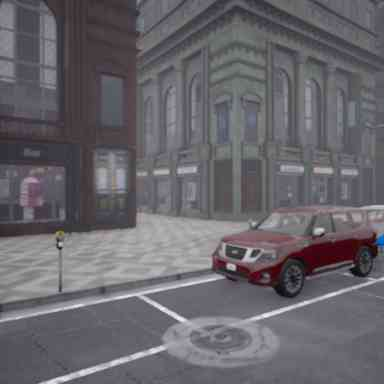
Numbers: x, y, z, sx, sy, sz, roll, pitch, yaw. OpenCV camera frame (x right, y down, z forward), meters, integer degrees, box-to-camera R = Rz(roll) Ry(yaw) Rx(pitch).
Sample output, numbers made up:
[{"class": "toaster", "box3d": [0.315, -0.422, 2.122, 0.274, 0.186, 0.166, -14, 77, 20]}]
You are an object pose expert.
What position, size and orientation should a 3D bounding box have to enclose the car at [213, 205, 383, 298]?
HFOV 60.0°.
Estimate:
[{"class": "car", "box3d": [2.909, 1.318, 8.722, 5.009, 1.841, 2.192, 0, 0, -35]}]
